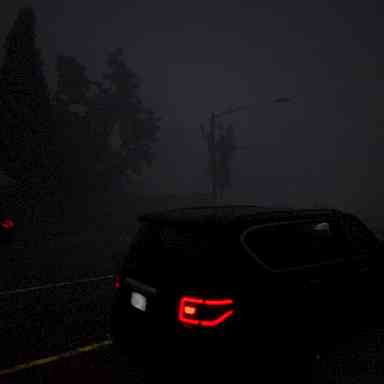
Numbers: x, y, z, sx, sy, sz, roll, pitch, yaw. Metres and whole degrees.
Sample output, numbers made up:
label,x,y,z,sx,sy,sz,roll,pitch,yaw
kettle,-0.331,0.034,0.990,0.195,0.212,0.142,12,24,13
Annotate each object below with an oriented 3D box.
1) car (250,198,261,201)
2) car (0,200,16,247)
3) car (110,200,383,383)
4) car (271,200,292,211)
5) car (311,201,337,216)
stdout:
label,x,y,z,sx,sy,sz,roll,pitch,yaw
car,14.815,1.931,77.536,1.812,1.442,4.674,-1,-1,-4
car,-8.803,1.258,10.687,5.566,2.045,2.150,0,0,-35
car,1.534,1.239,5.150,5.566,2.045,2.150,0,0,-39
car,12.840,1.922,47.845,1.882,1.535,5.008,-1,-1,3
car,14.369,1.750,36.532,2.128,1.511,4.902,-1,-1,15
